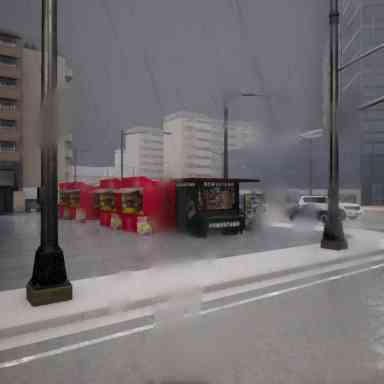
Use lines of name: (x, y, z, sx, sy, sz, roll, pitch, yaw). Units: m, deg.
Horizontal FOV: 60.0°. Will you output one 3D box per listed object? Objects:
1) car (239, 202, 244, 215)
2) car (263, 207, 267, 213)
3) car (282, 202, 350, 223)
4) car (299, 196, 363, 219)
car: (3.992, 1.769, 34.499, 2.033, 1.411, 5.357, 0, -1, -37)
car: (5.982, 1.789, 37.722, 2.033, 1.411, 5.357, 0, -1, -36)
car: (9.675, 1.707, 26.702, 1.895, 1.301, 4.718, 0, -1, -37)
car: (12.004, 1.339, 29.432, 2.150, 2.045, 5.566, 0, -1, -36)
